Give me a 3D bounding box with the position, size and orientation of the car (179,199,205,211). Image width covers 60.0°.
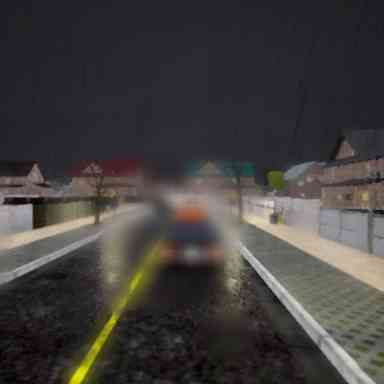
[{"bbox_3d":[0.031,1.369,27.493,2.097,1.767,4.553,0,0,0],"label":"car"}]

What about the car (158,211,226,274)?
[{"bbox_3d":[0.021,1.545,10.548,2.033,1.411,5.357,0,0,1],"label":"car"}]

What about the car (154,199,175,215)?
[{"bbox_3d":[-2.819,1.502,34.941,1.882,1.535,5.008,0,0,0],"label":"car"}]
